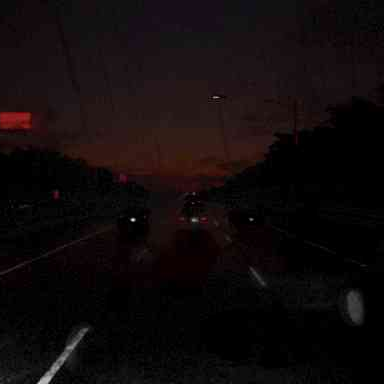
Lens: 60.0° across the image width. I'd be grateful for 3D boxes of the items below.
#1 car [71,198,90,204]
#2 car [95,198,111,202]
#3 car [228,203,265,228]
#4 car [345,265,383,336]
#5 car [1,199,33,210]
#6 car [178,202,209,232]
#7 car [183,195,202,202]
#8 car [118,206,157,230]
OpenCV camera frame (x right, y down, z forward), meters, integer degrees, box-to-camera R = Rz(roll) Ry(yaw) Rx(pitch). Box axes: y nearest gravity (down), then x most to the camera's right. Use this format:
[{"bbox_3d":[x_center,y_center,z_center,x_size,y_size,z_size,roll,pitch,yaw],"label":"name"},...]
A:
[{"bbox_3d":[-17.584,1.770,52.751,2.128,1.511,4.902,0,-1,0],"label":"car"},{"bbox_3d":[-14.085,1.771,52.899,2.128,1.511,4.902,0,-1,0],"label":"car"},{"bbox_3d":[3.591,1.503,22.623,1.882,1.535,5.008,0,0,0],"label":"car"},{"bbox_3d":[3.598,1.477,3.838,1.882,1.535,5.008,0,0,0],"label":"car"},{"bbox_3d":[-21.100,1.666,40.323,1.837,1.490,4.892,0,-1,0],"label":"car"},{"bbox_3d":[0.092,1.564,20.351,2.033,1.411,5.357,0,0,0],"label":"car"},{"bbox_3d":[0.084,1.384,40.610,2.150,2.045,5.566,0,-1,0],"label":"car"},{"bbox_3d":[-3.409,1.584,21.241,1.994,1.385,4.181,0,0,0],"label":"car"}]
